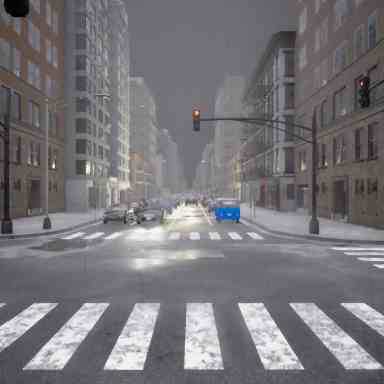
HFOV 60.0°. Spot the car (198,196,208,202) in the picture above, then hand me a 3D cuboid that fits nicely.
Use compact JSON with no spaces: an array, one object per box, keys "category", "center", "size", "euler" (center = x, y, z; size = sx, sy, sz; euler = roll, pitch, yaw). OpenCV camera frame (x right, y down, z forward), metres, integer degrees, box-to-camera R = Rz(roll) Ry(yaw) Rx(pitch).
[{"category":"car","center":[2.519,1.524,76.068],"size":[2.008,1.369,4.403],"euler":[0,0,0]}]

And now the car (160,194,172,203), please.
[{"category":"car","center":[-5.497,1.292,70.370],"size":[2.192,1.841,5.009],"euler":[0,0,0]}]

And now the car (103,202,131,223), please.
[{"category":"car","center":[-5.427,1.549,24.915],"size":[2.008,1.369,4.403],"euler":[0,0,0]}]

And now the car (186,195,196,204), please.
[{"category":"car","center":[-0.101,1.459,65.064],"size":[1.882,1.535,5.008],"euler":[0,0,0]}]

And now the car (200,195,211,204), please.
[{"category":"car","center":[2.537,1.421,64.706],"size":[1.967,1.590,4.097],"euler":[0,0,0]}]

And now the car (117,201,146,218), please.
[{"category":"car","center":[-5.436,1.543,30.597],"size":[1.887,1.381,4.507],"euler":[0,0,0]}]

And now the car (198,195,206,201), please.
[{"category":"car","center":[2.502,1.530,87.431],"size":[1.947,1.339,4.313],"euler":[0,0,0]}]

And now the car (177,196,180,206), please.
[{"category":"car","center":[-2.914,1.560,43.136],"size":[1.994,1.385,4.181],"euler":[0,0,0]}]

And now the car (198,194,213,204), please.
[{"category":"car","center":[2.554,1.305,53.343],"size":[2.192,1.841,5.009],"euler":[0,0,0]}]

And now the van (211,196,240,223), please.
[{"category":"van","center":[2.598,1.340,24.937],"size":[1.690,1.788,3.998],"euler":[0,0,0]}]

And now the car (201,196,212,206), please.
[{"category":"car","center":[2.563,1.576,47.662],"size":[1.802,1.307,4.206],"euler":[0,0,0]}]

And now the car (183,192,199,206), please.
[{"category":"car","center":[-0.086,1.340,55.032],"size":[2.097,1.767,4.553],"euler":[0,0,0]}]

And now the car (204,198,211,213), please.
[{"category":"car","center":[2.580,1.580,36.299],"size":[1.802,1.307,4.206],"euler":[0,0,0]}]

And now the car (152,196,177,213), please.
[{"category":"car","center":[-2.903,1.476,33.910],"size":[1.882,1.535,5.008],"euler":[0,0,0]}]

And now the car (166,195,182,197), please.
[{"category":"car","center":[-2.889,1.554,53.158],"size":[1.994,1.385,4.181],"euler":[0,0,1]}]

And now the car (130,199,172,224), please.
[{"category":"car","center":[-2.876,1.490,24.467],"size":[2.128,1.511,4.902],"euler":[0,0,-1]}]
